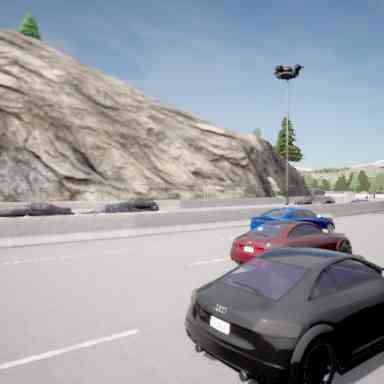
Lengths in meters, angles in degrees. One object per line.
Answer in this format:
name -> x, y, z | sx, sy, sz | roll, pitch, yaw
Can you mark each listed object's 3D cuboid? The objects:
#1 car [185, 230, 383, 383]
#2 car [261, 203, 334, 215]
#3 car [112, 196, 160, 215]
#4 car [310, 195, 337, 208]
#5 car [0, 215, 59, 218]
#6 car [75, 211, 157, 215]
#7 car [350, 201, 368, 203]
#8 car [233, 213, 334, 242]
car -> 1.957, 1.564, 5.172 | 4.181, 1.385, 1.994 | 0, 0, -36
car -> 4.963, 1.477, 16.193 | 5.008, 1.535, 1.882 | 0, 0, -38
car -> -5.792, 1.351, 34.721 | 4.553, 1.767, 2.097 | 0, 0, -39
car -> 19.205, 1.351, 48.433 | 2.097, 1.767, 4.553 | 0, 0, 43
car -> -11.540, 1.600, 21.587 | 4.718, 1.301, 1.895 | 0, 0, -36
car -> -5.238, 1.546, 21.848 | 5.357, 1.411, 2.033 | 0, 0, -37
car -> 25.276, 1.599, 49.906 | 1.895, 1.301, 4.718 | 0, 0, 42
car -> 3.182, 1.564, 10.432 | 4.181, 1.385, 1.994 | 0, 0, -37
